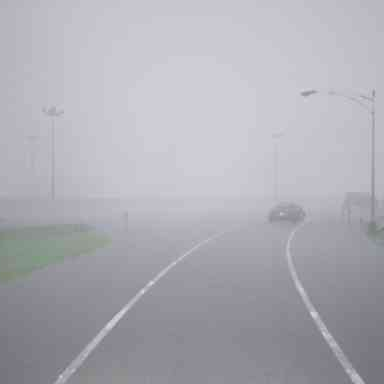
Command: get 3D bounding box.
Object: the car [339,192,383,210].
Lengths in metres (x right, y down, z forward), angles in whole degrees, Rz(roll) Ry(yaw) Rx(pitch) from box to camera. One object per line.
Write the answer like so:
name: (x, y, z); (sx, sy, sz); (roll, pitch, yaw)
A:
car: (20.791, 1.079, 40.655); (5.566, 2.045, 2.150); (0, 0, -38)

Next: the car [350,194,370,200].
car: (40.904, 1.171, 80.869); (5.008, 1.535, 1.882); (0, 0, -29)

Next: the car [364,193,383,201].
car: (42.628, 1.074, 77.822); (4.553, 1.767, 2.097); (0, 0, -29)

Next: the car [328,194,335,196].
car: (37.239, 1.165, 86.841); (4.902, 1.511, 2.128); (0, 0, -29)

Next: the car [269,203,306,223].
car: (7.076, 1.463, 24.560); (1.994, 1.385, 4.181); (0, 0, 28)

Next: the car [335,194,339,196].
car: (39.233, 1.022, 83.944); (4.553, 1.767, 2.097); (0, 0, -29)
